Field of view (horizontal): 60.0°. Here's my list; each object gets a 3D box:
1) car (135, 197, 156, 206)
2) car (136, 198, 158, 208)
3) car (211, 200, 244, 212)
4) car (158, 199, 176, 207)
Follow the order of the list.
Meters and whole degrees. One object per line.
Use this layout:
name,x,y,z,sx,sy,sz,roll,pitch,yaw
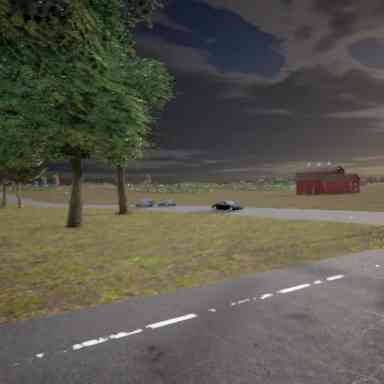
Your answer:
car,-9.752,1.994,69.437,2.097,1.767,4.553,-3,0,-38
car,-8.881,2.295,62.566,1.994,1.385,4.181,-3,0,-37
car,4.721,1.849,44.772,1.882,1.535,5.008,-3,1,-38
car,-4.851,2.110,63.131,1.994,1.385,4.181,-3,1,-37
